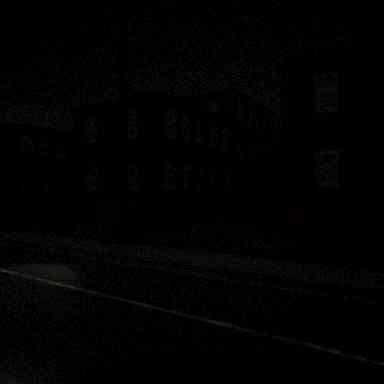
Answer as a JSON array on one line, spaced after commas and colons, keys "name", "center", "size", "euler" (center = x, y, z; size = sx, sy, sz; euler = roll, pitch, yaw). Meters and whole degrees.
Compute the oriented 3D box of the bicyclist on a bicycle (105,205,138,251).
[{"name": "bicyclist on a bicycle", "center": [-2.596, 1.328, 12.402], "size": [0.582, 1.620, 1.656], "euler": [-1, -1, 34]}]
